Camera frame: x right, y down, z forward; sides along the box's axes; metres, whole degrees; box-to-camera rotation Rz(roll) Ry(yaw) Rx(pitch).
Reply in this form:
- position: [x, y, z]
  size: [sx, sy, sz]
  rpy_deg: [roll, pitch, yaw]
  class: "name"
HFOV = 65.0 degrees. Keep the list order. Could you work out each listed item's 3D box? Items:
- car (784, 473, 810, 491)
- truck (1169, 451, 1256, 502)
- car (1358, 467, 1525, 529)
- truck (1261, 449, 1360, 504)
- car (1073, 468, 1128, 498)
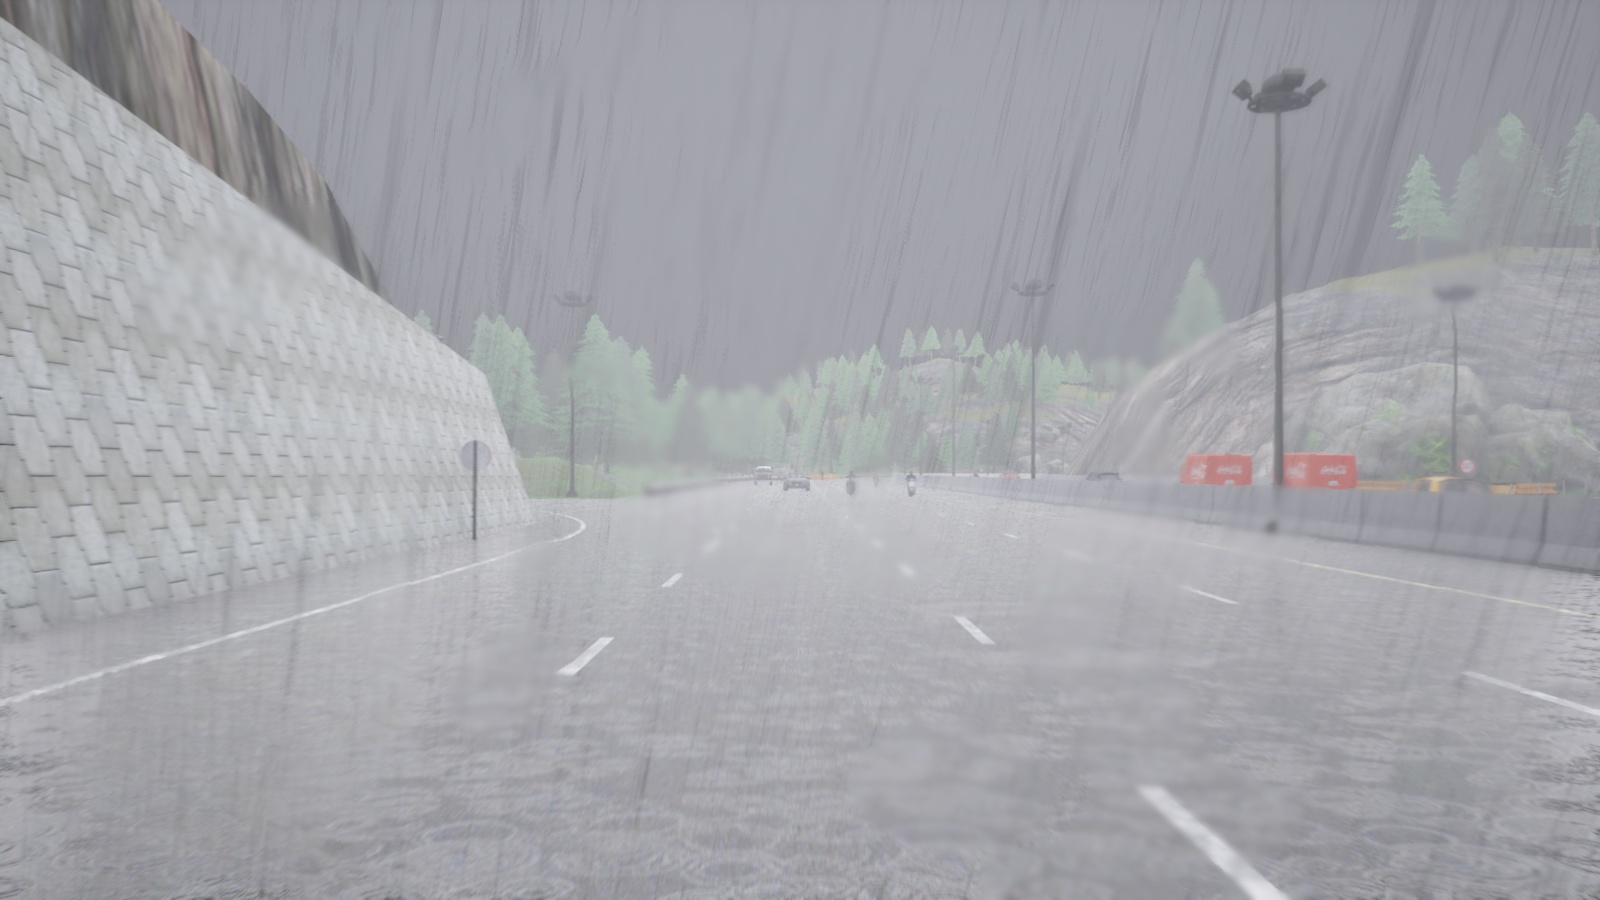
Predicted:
- position: [-0.239, 2.524, 98.642]
  size: [1.994, 1.385, 4.181]
  rpy_deg: [0, -1, 0]
  class: "car"
- position: [20.844, 1.312, 63.725]
  size: [2.627, 2.467, 5.204]
  rpy_deg: [0, -1, 0]
  class: "truck"
- position: [17.416, 1.258, 34.456]
  size: [1.801, 1.575, 5.366]
  rpy_deg: [0, -1, 0]
  class: "car"
- position: [24.352, 1.239, 60.145]
  size: [2.627, 2.467, 5.204]
  rpy_deg: [0, -1, 0]
  class: "truck"
- position: [17.324, 1.885, 72.584]
  size: [2.033, 1.649, 4.856]
  rpy_deg: [0, -1, 0]
  class: "car"
